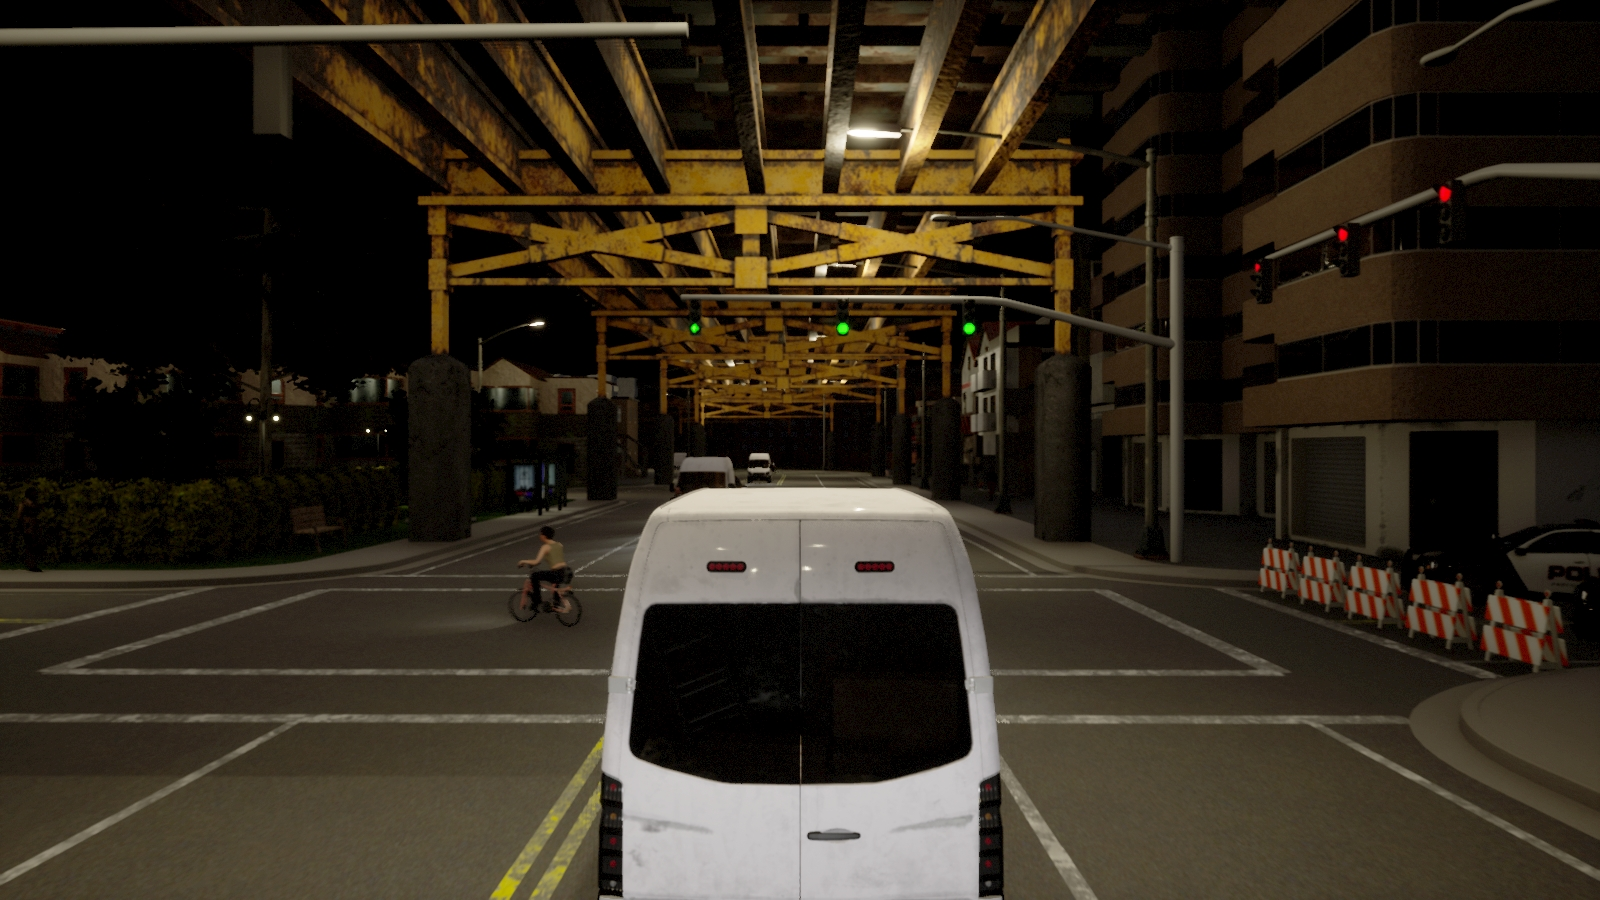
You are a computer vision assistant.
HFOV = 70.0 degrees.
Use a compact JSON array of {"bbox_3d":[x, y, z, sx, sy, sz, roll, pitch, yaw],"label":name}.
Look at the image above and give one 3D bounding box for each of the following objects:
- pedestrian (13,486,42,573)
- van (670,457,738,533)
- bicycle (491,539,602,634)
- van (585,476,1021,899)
[{"bbox_3d":[-16.749,1.713,24.773,0.375,1.860,0.375,0,0,2],"label":"pedestrian"},{"bbox_3d":[-3.472,1.557,42.199,1.988,2.561,5.915,0,0,0],"label":"van"},{"bbox_3d":[-4.062,2.155,18.306,1.487,1.301,0.859,0,3,30],"label":"bicycle"},{"bbox_3d":[0.014,1.540,8.161,1.988,2.561,5.915,0,0,0],"label":"van"}]
